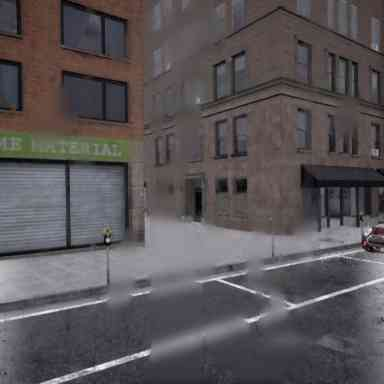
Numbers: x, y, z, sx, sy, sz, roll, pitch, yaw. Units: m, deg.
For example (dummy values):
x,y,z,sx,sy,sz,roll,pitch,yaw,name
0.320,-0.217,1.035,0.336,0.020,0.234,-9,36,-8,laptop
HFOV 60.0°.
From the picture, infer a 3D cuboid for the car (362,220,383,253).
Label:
x,y,z,sx,sy,sz,roll,pitch,yaw,name
8.138,1.439,12.410,4.097,1.590,1.967,0,-1,-35,car
